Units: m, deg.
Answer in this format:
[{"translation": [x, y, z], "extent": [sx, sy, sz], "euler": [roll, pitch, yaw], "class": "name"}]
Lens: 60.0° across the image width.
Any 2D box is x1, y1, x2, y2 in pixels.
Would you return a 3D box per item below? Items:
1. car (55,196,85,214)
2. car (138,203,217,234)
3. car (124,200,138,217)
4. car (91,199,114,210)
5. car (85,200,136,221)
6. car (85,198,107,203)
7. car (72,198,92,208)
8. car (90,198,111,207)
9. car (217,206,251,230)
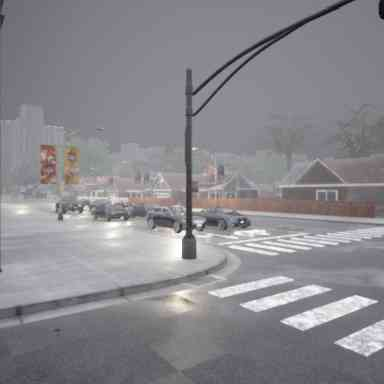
[{"translation": [-14.627, 1.463, 39.488], "extent": [2.150, 2.045, 5.566], "euler": [0, -1, -35], "class": "car"}, {"translation": [-1.054, 1.588, 20.312], "extent": [2.128, 1.511, 4.902], "euler": [0, 0, -37], "class": "car"}, {"translation": [-4.060, 1.702, 30.183], "extent": [2.033, 1.411, 5.357], "euler": [0, 0, -36], "class": "car"}, {"translation": [-13.180, 1.801, 48.881], "extent": [1.812, 1.442, 4.674], "euler": [0, 0, -35], "class": "car"}, {"translation": [-7.181, 1.710, 28.963], "extent": [2.033, 1.411, 5.357], "euler": [0, 0, -36], "class": "car"}, {"translation": [-10.867, 1.730, 39.806], "extent": [1.837, 1.490, 4.892], "euler": [0, 0, -35], "class": "car"}, {"translation": [-18.891, 1.835, 56.874], "extent": [1.837, 1.490, 4.892], "euler": [0, 0, -35], "class": "car"}, {"translation": [-16.240, 1.806, 58.755], "extent": [1.882, 1.535, 5.008], "euler": [0, 0, -35], "class": "car"}, {"translation": [1.882, 1.655, 21.811], "extent": [1.994, 1.385, 4.181], "euler": [0, 0, -36], "class": "car"}]
